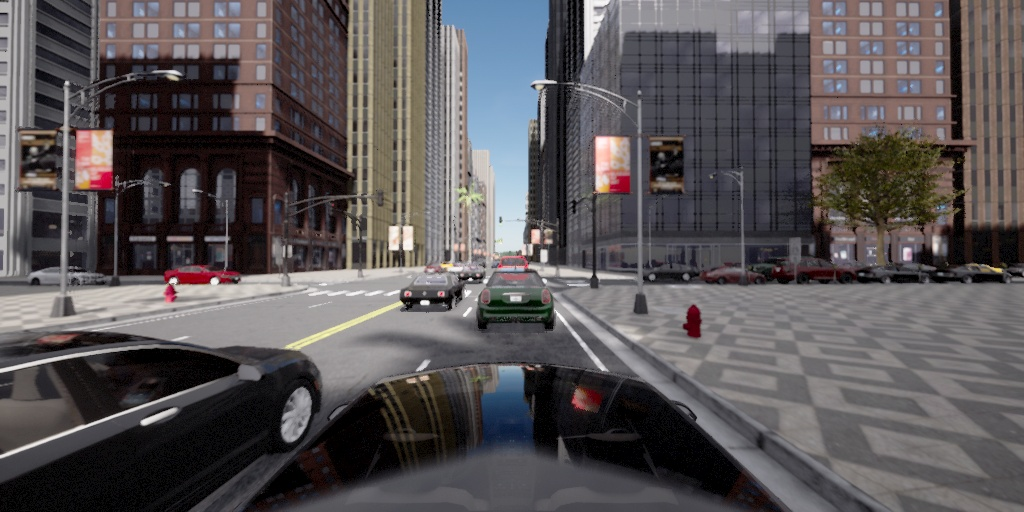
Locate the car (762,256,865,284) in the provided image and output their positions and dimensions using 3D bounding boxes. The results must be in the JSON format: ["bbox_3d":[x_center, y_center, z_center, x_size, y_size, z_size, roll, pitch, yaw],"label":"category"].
[{"bbox_3d":[20.958,1.081,25.087,5.009,1.841,2.192,0,0,-1],"label":"car"}]

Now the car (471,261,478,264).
[{"bbox_3d":[-6.570,1.732,53.156,1.895,1.301,4.718,0,-1,0],"label":"car"}]

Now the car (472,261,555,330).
[{"bbox_3d":[0.099,1.147,11.458,2.097,1.767,4.553,0,0,0],"label":"car"}]

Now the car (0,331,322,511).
[{"bbox_3d":[-3.152,1.255,2.284,1.837,1.490,4.892,0,-1,0],"label":"car"}]

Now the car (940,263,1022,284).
[{"bbox_3d":[32.232,1.300,25.261,4.313,1.339,1.948,0,0,-1],"label":"car"}]

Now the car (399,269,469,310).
[{"bbox_3d":[-3.153,1.419,15.194,1.895,1.301,4.718,0,0,0],"label":"car"}]

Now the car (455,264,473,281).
[{"bbox_3d":[-3.153,1.514,29.445,1.895,1.301,4.718,0,-1,0],"label":"car"}]

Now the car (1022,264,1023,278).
[{"bbox_3d":[49.022,1.382,34.045,4.313,1.339,1.948,0,0,-1],"label":"car"}]

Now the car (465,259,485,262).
[{"bbox_3d":[-6.495,1.720,63.296,2.128,1.511,4.902,0,-1,0],"label":"car"}]

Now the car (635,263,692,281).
[{"bbox_3d":[13.108,1.378,30.743,4.892,1.490,1.837,0,-1,-1],"label":"car"}]

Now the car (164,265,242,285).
[{"bbox_3d":[-23.205,1.454,27.036,5.008,1.535,1.882,0,-1,1],"label":"car"}]

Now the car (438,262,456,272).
[{"bbox_3d":[-9.812,1.620,54.391,1.882,1.535,5.008,0,-1,0],"label":"car"}]

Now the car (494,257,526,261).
[{"bbox_3d":[0.091,1.072,25.587,2.150,2.045,5.566,0,-1,0],"label":"car"}]

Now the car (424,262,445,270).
[{"bbox_3d":[-9.835,1.586,45.254,1.812,1.442,4.674,0,0,-2],"label":"car"}]

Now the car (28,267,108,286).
[{"bbox_3d":[-33.478,1.549,27.044,4.674,1.442,1.812,0,-1,0],"label":"car"}]

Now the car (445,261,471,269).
[{"bbox_3d":[-6.592,1.650,43.992,1.895,1.301,4.718,0,0,0],"label":"car"}]

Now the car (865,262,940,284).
[{"bbox_3d":[26.595,1.316,25.174,4.313,1.339,1.948,0,0,-1],"label":"car"}]

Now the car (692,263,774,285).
[{"bbox_3d":[15.319,1.368,25.000,4.207,1.307,1.802,0,0,-1],"label":"car"}]
